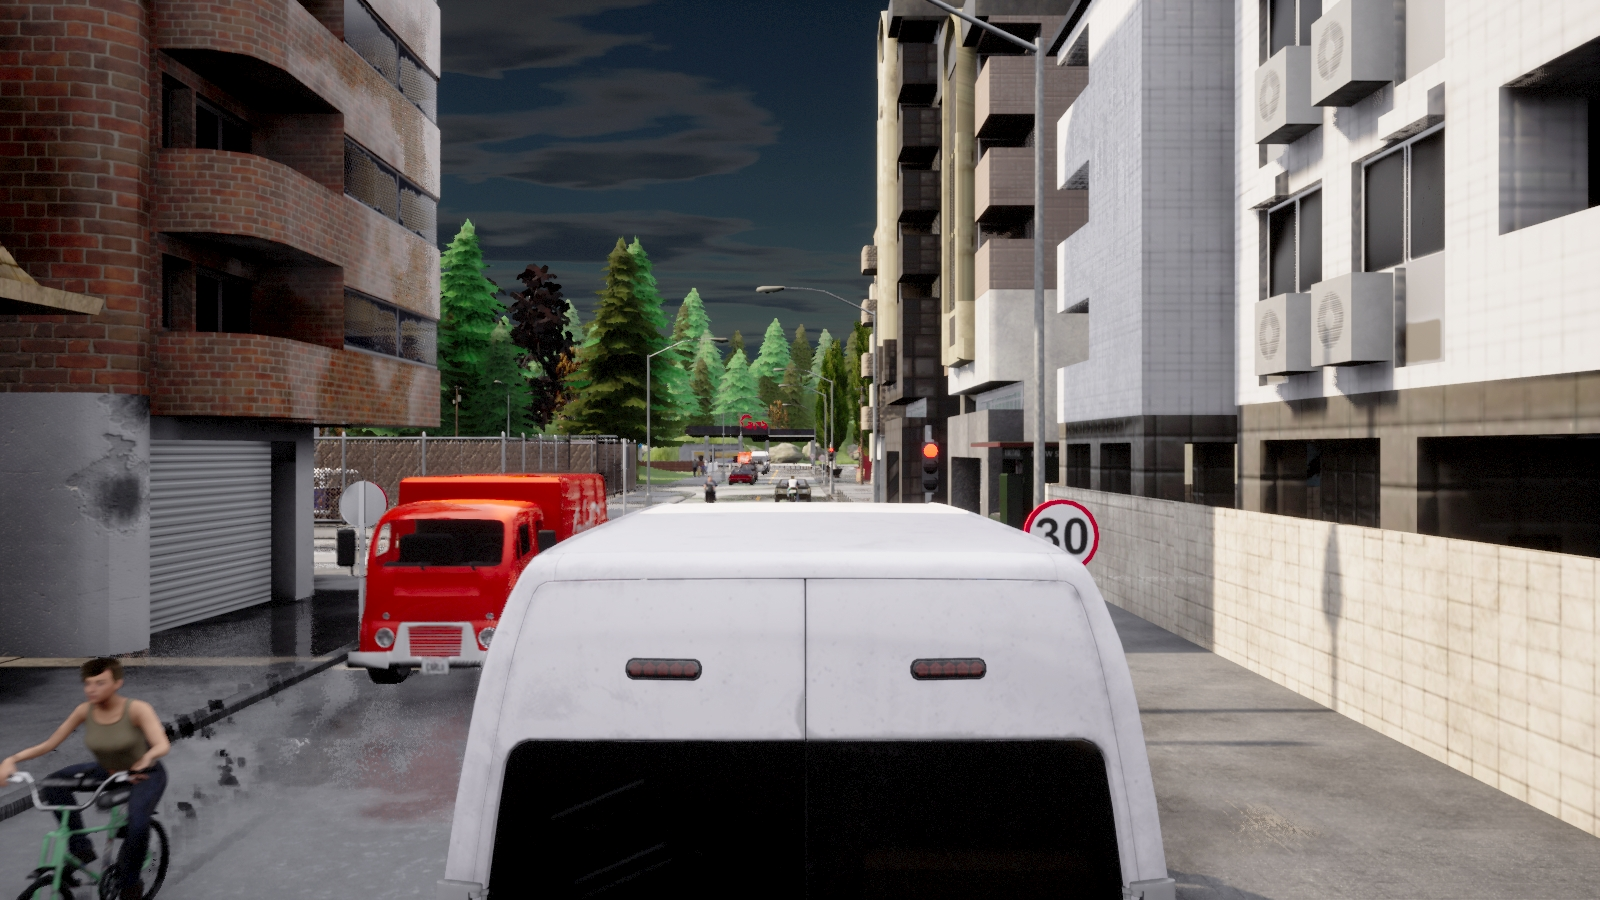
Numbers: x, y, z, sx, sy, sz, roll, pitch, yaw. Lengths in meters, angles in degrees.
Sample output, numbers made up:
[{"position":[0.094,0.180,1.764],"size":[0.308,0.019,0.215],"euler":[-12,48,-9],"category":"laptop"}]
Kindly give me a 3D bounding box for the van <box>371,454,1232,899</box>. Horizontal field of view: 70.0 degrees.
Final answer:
[{"position":[-0.009,1.312,5.597],"size":[1.988,2.561,5.915],"euler":[0,0,0],"category":"van"}]

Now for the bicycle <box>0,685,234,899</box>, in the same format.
[{"position":[-4.019,2.033,6.517],"size":[0.859,1.080,1.487],"euler":[0,0,-1],"category":"bicycle"}]

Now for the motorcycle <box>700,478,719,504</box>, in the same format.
[{"position":[-4.354,1.971,55.122],"size":[0.803,1.145,2.033],"euler":[0,0,0],"category":"motorcycle"}]

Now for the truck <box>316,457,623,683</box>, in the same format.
[{"position":[-4.058,1.342,15.247],"size":[2.627,2.467,5.204],"euler":[0,0,0],"category":"truck"}]

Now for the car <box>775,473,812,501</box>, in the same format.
[{"position":[-0.339,1.912,60.159],"size":[1.895,1.301,4.718],"euler":[0,0,0],"category":"car"}]
